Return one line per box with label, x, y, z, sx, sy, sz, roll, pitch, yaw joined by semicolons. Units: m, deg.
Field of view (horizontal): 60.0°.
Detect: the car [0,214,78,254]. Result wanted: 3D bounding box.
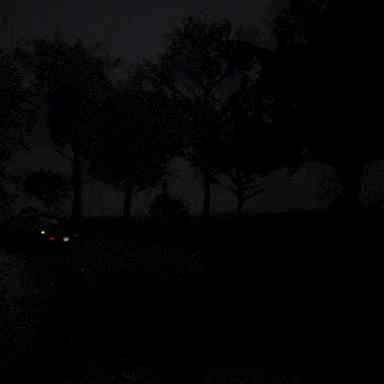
car;-6.769;1.648;13.946;4.674;1.442;1.812;-1;-1;32
